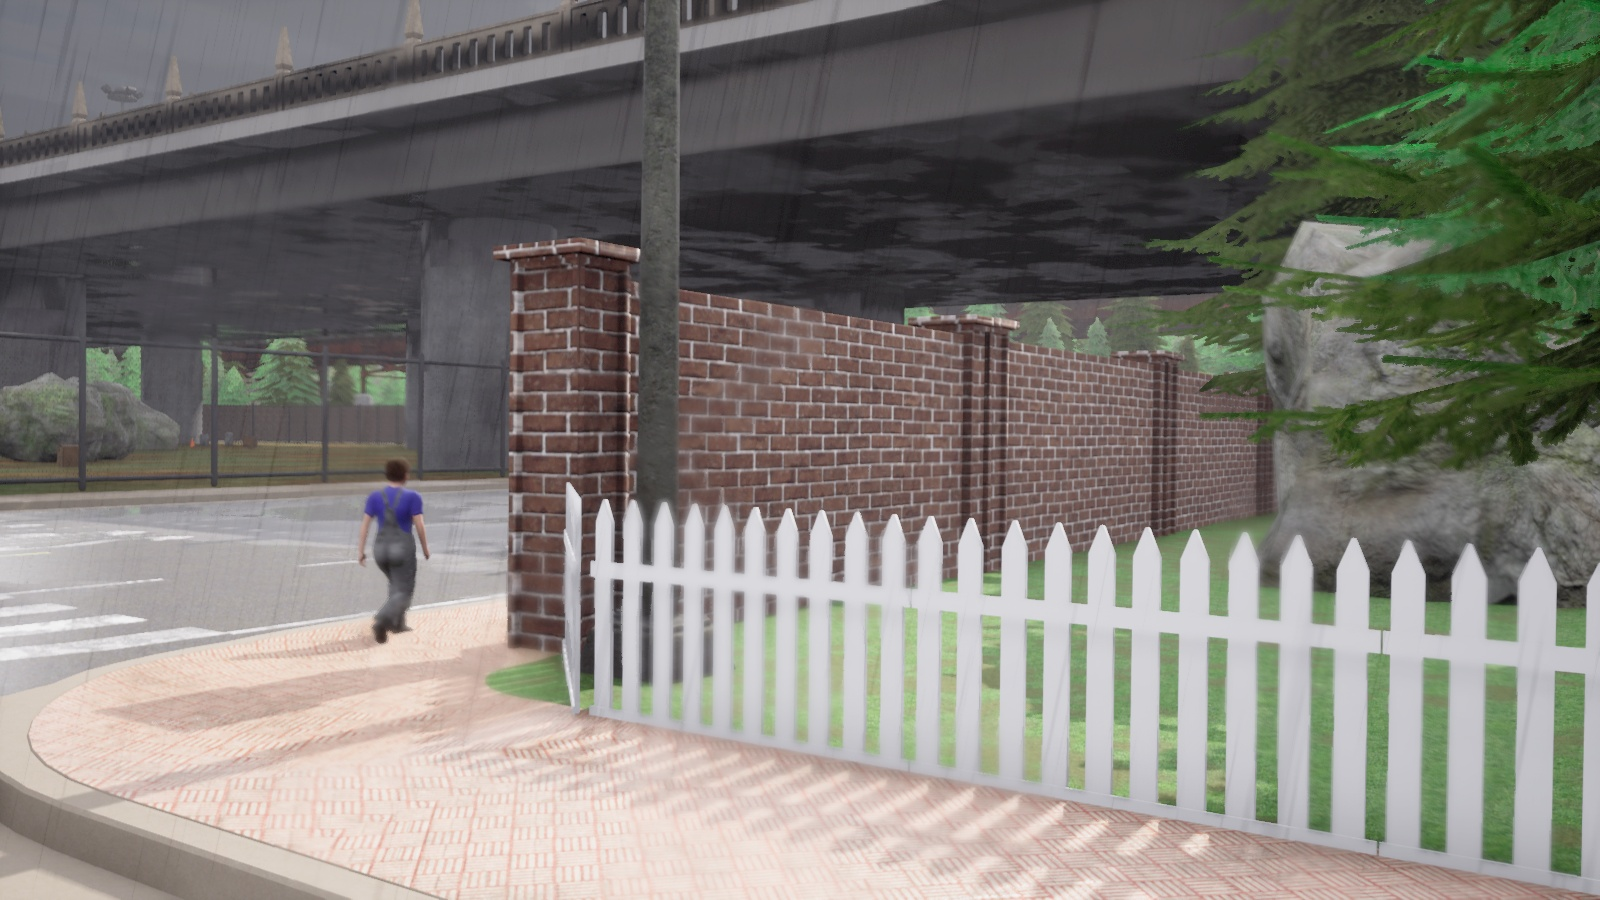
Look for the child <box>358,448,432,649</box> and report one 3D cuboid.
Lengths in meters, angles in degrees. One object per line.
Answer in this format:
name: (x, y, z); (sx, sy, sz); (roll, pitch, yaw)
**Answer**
child: (-2.635, 0.625, 8.182); (0.270, 1.263, 0.437); (0, 1, 10)
